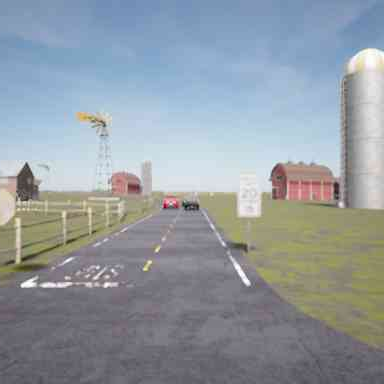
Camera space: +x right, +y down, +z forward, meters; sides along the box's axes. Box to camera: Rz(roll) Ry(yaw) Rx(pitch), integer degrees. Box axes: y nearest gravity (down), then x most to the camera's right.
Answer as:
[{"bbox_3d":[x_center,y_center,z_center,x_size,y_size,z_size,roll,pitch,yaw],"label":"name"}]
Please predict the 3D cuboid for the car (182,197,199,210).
[{"bbox_3d":[-0.057,1.587,44.116,1.882,1.535,5.008,0,0,-2],"label":"car"}]

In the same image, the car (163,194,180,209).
[{"bbox_3d":[-2.994,1.335,48.185,2.150,2.045,5.566,0,0,-2],"label":"car"}]
